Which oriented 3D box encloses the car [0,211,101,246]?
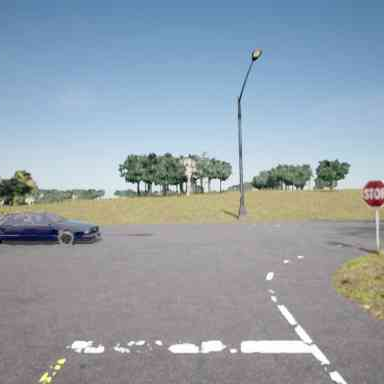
[{"bbox_3d":[-6.898,1.558,14.710,5.357,1.411,2.033,0,-1,0],"label":"car"}]
